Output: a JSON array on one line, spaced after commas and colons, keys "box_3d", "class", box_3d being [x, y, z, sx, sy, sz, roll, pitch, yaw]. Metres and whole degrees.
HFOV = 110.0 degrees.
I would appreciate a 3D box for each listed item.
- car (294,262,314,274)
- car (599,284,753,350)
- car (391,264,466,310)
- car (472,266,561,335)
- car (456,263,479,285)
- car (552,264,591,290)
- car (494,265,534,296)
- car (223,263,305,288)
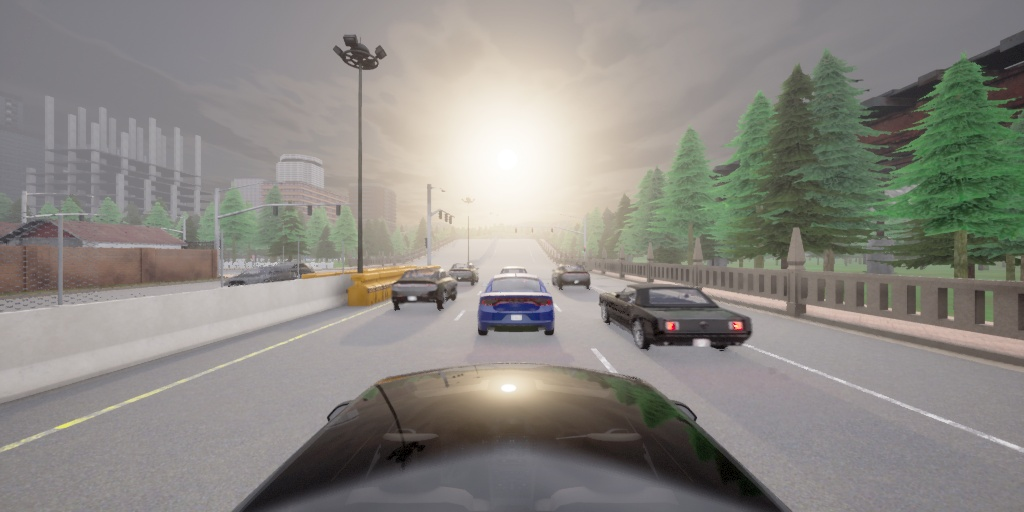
[{"box_3d": [-17.505, 1.257, 28.135, 1.837, 1.490, 4.892, 0, -1, -1], "class": "car"}, {"box_3d": [3.602, 1.351, 9.014, 1.895, 1.301, 4.718, 0, 0, 0], "class": "car"}, {"box_3d": [-3.396, 1.239, 14.647, 2.128, 1.511, 4.902, 0, 0, 0], "class": "car"}, {"box_3d": [0.100, 1.228, 10.497, 1.882, 1.535, 5.008, 0, 0, 0], "class": "car"}, {"box_3d": [-3.428, 1.241, 25.593, 2.128, 1.511, 4.902, 0, 0, -1], "class": "car"}, {"box_3d": [3.608, 1.241, 22.426, 2.128, 1.511, 4.902, 0, 0, 0], "class": "car"}, {"box_3d": [0.106, 1.297, 20.568, 2.033, 1.411, 5.357, 0, 0, 0], "class": "car"}, {"box_3d": [-14.072, 1.314, 20.303, 1.994, 1.385, 4.181, 0, 0, 0], "class": "car"}]
